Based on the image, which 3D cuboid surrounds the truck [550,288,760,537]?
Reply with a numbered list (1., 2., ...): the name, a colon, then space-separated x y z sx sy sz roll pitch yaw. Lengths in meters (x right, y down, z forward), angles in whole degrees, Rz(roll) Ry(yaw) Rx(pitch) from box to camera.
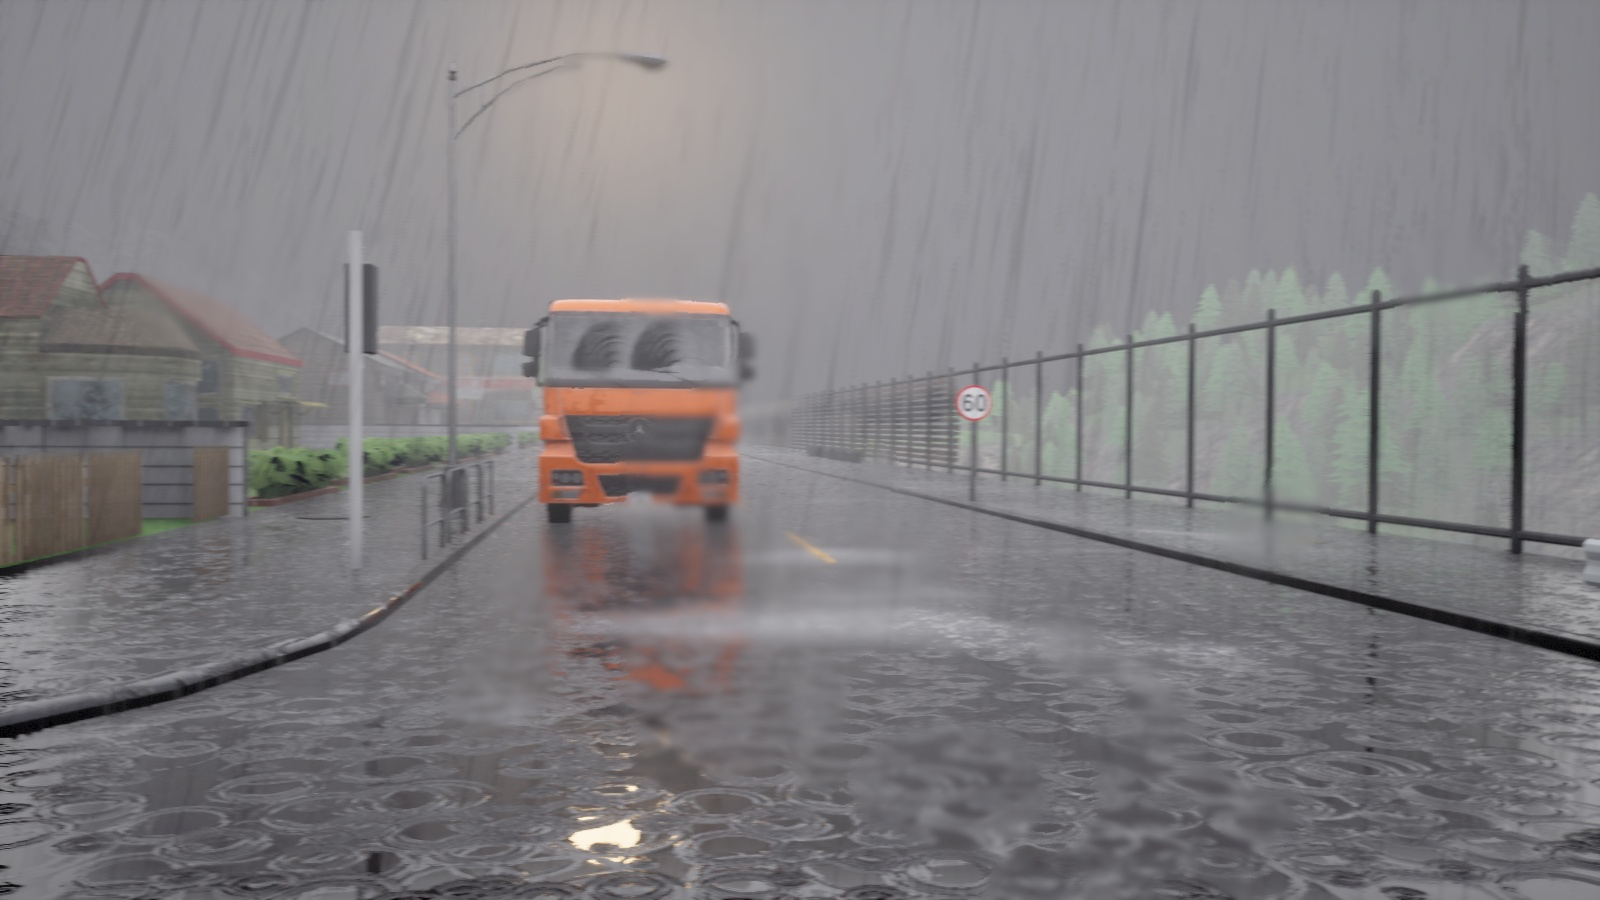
1. truck: -2.551 -0.601 21.606 2.891 3.462 7.936 -1 1 -8
